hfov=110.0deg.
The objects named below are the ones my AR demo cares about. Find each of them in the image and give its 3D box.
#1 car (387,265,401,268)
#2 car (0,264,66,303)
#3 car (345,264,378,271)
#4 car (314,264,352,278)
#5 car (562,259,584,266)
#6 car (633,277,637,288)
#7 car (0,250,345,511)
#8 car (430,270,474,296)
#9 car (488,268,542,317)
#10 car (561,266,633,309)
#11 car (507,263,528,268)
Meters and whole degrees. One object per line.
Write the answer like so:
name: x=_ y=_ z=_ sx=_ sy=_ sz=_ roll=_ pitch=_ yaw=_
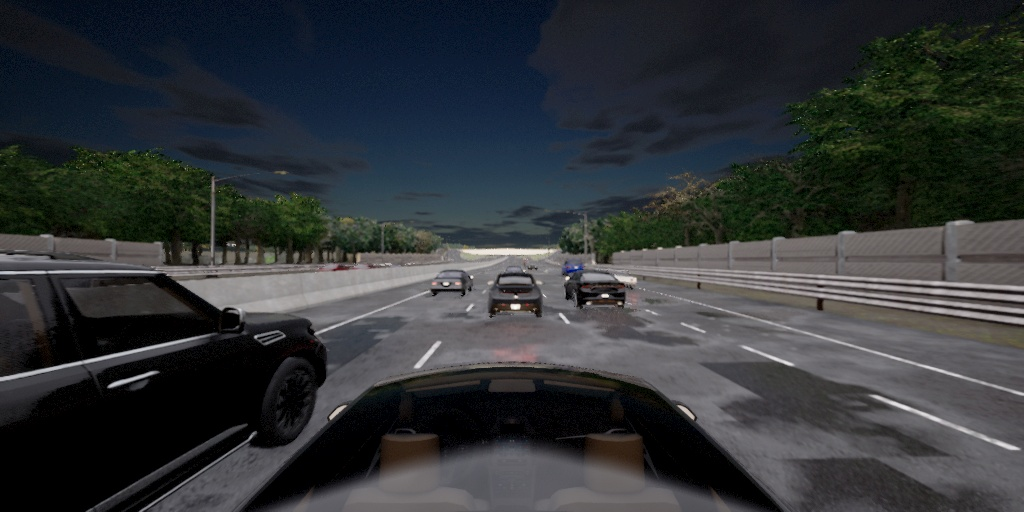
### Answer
car: x=-13.915 y=1.773 z=42.875 sx=1.994 sy=1.385 sz=4.181 roll=0 pitch=-1 yaw=1
car: x=-24.373 y=1.255 z=16.475 sx=2.097 sy=1.767 sz=4.553 roll=0 pitch=-1 yaw=-2
car: x=-17.422 y=1.677 z=42.053 sx=1.882 sy=1.535 sz=5.008 roll=0 pitch=-1 yaw=1
car: x=-20.920 y=1.677 z=42.090 sx=1.882 sy=1.535 sz=5.008 roll=0 pitch=-1 yaw=1
car: x=7.255 y=1.434 z=42.862 sx=2.150 sy=2.045 sz=5.566 roll=0 pitch=0 yaw=1
car: x=7.085 y=1.601 z=25.077 sx=1.895 sy=1.301 sz=4.718 roll=0 pitch=-1 yaw=1
car: x=-3.398 y=0.975 z=2.132 sx=2.150 sy=2.045 sz=5.566 roll=0 pitch=-1 yaw=0
car: x=-3.368 y=1.498 z=20.798 sx=2.033 sy=1.411 sz=5.357 roll=0 pitch=-1 yaw=0
car: x=0.117 y=1.380 z=13.838 sx=1.837 sy=1.490 sz=4.892 roll=0 pitch=0 yaw=0
car: x=3.521 y=1.376 z=15.975 sx=1.882 sy=1.535 sz=5.008 roll=0 pitch=-1 yaw=0
car: x=0.203 y=1.645 z=33.452 sx=2.033 sy=1.411 sz=5.357 roll=0 pitch=-1 yaw=0
